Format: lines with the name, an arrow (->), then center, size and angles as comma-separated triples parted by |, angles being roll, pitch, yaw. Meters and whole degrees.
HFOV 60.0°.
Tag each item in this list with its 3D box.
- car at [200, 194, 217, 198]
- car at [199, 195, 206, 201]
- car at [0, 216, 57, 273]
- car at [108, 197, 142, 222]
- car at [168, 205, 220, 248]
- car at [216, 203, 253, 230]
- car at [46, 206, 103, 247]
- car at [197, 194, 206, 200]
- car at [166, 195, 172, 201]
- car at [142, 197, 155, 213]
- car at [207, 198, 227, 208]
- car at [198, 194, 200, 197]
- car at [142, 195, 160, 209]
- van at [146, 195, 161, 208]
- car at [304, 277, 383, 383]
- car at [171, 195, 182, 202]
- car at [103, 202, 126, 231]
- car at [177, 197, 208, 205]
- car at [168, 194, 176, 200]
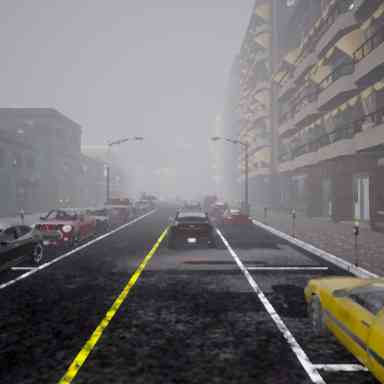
car -> 2.708, 1.337, 49.060 | 2.192, 1.841, 5.009 | 1, 0, 0
car -> 2.703, 1.580, 89.036 | 1.752, 1.417, 4.829 | 1, 0, 0
car -> -5.677, 1.566, 9.193 | 1.947, 1.339, 4.313 | 1, 0, 0
car -> -5.672, 1.324, 26.252 | 2.192, 1.841, 5.009 | 1, 0, 0
car -> 0.000, 1.520, 14.653 | 1.837, 1.490, 4.892 | 0, 0, 0
car -> 2.703, 1.588, 20.626 | 1.802, 1.307, 4.206 | 1, 0, 0
car -> -5.675, 1.443, 14.879 | 1.967, 1.590, 4.097 | 1, 0, 0
car -> 2.707, 1.375, 94.553 | 2.192, 1.841, 5.009 | 1, 0, 0
car -> -5.644, 1.574, 82.951 | 1.752, 1.417, 4.829 | 1, 0, 0
car -> -5.685, 1.597, 37.626 | 1.802, 1.307, 4.206 | 1, 0, 0
car -> 2.704, 1.557, 32.000 | 1.887, 1.381, 4.507 | 1, 0, 0
car -> 2.703, 1.600, 83.179 | 2.008, 1.369, 4.403 | 1, 0, 0
car -> -5.659, 1.333, 43.313 | 2.192, 1.841, 5.009 | 1, 0, 0
van -> -5.643, 1.363, 49.000 | 1.690, 1.788, 3.998 | 1, 0, 0
car -> 2.704, 1.524, 3.737 | 1.752, 1.417, 4.829 | 1, 0, 0
car -> -3.000, 1.574, 76.760 | 2.033, 1.411, 5.357 | 0, 0, 0
car -> -5.677, 1.572, 20.566 | 1.947, 1.339, 4.313 | 1, 0, 0
car -> 0.000, 1.507, 29.656 | 2.128, 1.511, 4.902 | 0, 0, 0
car -> -5.642, 1.500, 94.494 | 1.967, 1.590, 4.097 | 1, 0, 0
